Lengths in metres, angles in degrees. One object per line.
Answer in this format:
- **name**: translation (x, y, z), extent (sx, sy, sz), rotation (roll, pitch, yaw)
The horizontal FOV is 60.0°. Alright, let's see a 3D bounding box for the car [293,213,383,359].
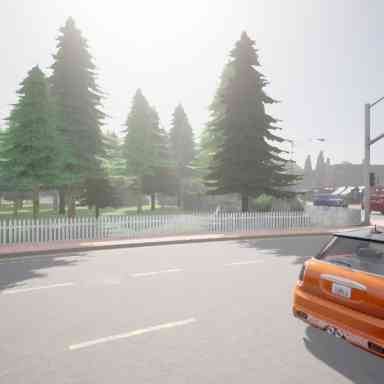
- **car**: translation (3.939, 1.352, 5.443), extent (4.553, 1.767, 2.097), rotation (0, 0, -26)

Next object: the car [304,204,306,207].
- **car**: translation (16.654, 1.581, 53.661), extent (1.812, 1.442, 4.674), rotation (0, 0, -7)

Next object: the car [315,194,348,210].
- **car**: translation (17.999, 1.277, 43.463), extent (2.150, 2.045, 5.566), rotation (0, 0, -8)

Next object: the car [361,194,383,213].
- **car**: translation (19.364, 1.277, 33.197), extent (2.150, 2.045, 5.566), rotation (0, 0, -8)
